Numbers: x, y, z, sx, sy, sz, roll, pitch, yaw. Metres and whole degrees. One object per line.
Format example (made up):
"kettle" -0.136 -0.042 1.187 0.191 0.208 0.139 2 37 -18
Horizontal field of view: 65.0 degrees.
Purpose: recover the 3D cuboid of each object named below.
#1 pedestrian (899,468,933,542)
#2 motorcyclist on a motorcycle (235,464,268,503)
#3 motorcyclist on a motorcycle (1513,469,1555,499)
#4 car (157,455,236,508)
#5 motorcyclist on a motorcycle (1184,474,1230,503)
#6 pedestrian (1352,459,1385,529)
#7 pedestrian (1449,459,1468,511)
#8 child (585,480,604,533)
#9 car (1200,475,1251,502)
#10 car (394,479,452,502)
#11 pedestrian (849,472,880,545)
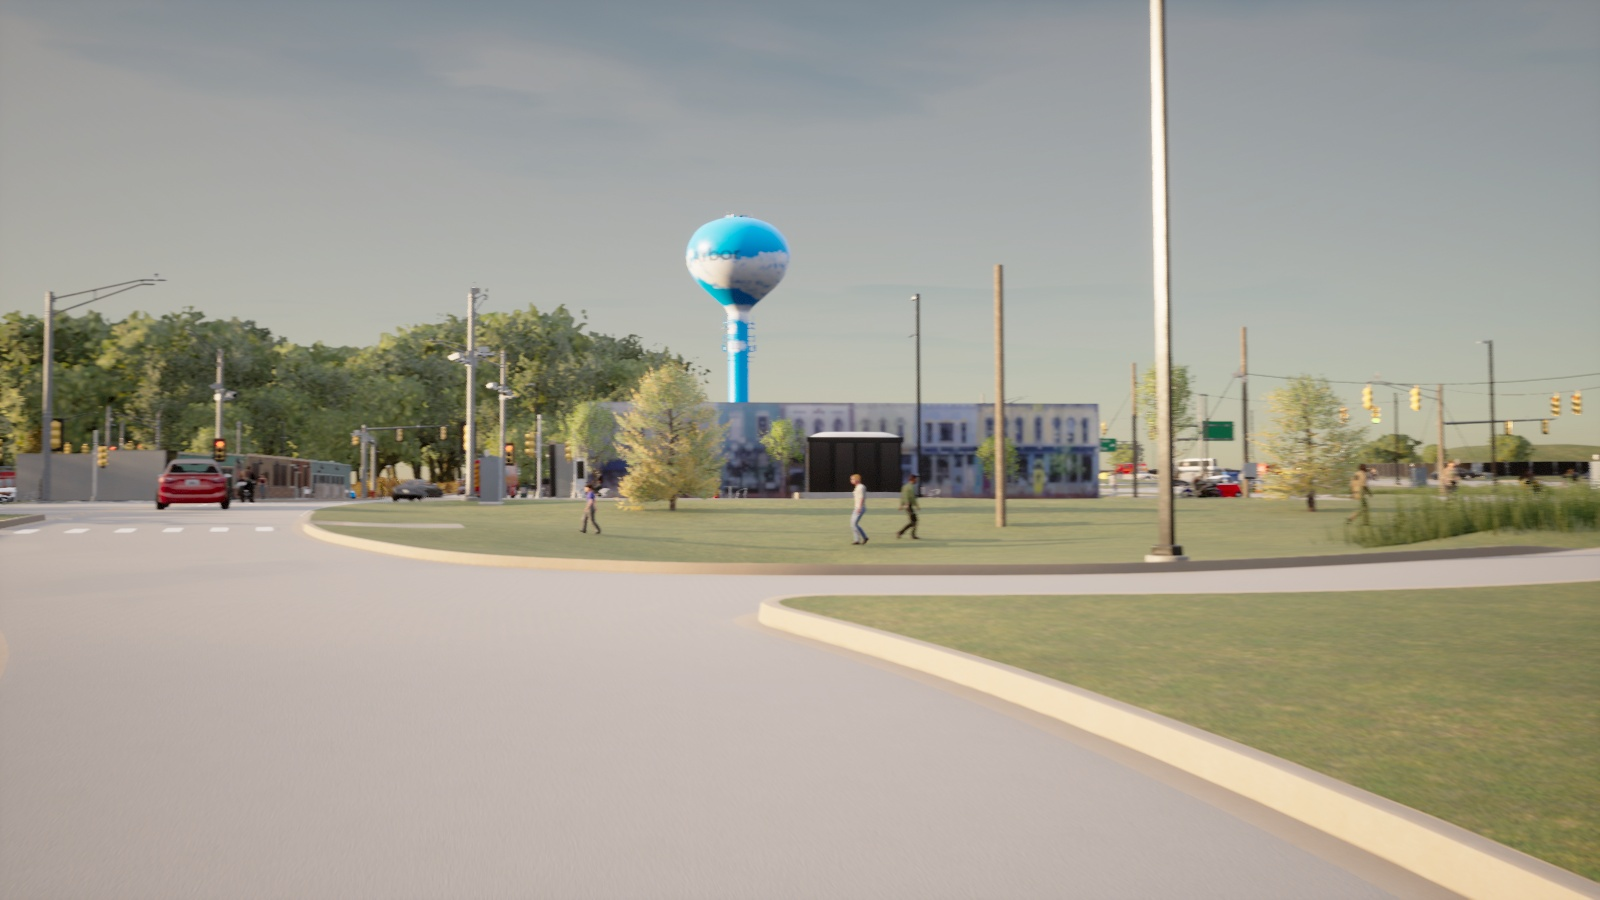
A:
"pedestrian" 3.076 1.471 33.392 0.788 1.949 0.423 0 -3 -14
"motorcyclist on a motorcycle" -22.216 1.363 50.867 0.797 1.523 2.044 0 -2 -12
"motorcyclist on a motorcycle" 37.324 1.743 63.874 0.797 1.523 2.044 0 -2 -5
"car" -20.226 1.039 42.255 2.242 1.667 4.611 1 -1 -24
"motorcyclist on a motorcycle" 21.892 2.068 67.613 2.191 1.530 0.866 -1 -2 7
"pedestrian" 15.754 1.217 34.803 0.692 1.930 0.396 0 -2 -1
"pedestrian" 23.635 1.267 45.092 0.345 1.836 0.594 0 -2 0
"child" -4.963 1.360 30.299 0.437 1.263 0.270 0 -3 -11
"car" 23.459 2.126 69.249 2.207 1.376 1.481 0 -3 -22
"car" -23.025 2.473 76.770 1.994 1.385 4.181 0 -2 4
"pedestrian" 1.619 1.474 31.654 0.706 1.836 0.354 0 -3 -12
